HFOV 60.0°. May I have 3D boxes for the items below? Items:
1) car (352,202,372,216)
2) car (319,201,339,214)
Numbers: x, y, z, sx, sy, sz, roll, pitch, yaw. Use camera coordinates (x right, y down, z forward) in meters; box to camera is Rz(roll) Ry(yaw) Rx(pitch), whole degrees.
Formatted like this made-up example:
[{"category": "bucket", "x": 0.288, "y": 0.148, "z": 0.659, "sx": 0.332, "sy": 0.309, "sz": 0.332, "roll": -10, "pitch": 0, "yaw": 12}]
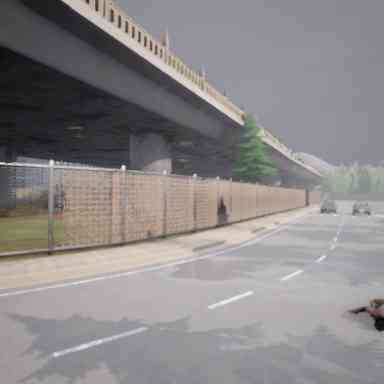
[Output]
[{"category": "car", "x": 19.333, "y": 1.900, "z": 37.980, "sx": 2.128, "sy": 1.511, "sz": 4.902, "roll": 0, "pitch": 0, "yaw": 26}, {"category": "car", "x": 16.964, "y": 1.917, "z": 41.116, "sx": 1.837, "sy": 1.490, "sz": 4.892, "roll": 0, "pitch": 0, "yaw": 26}]
